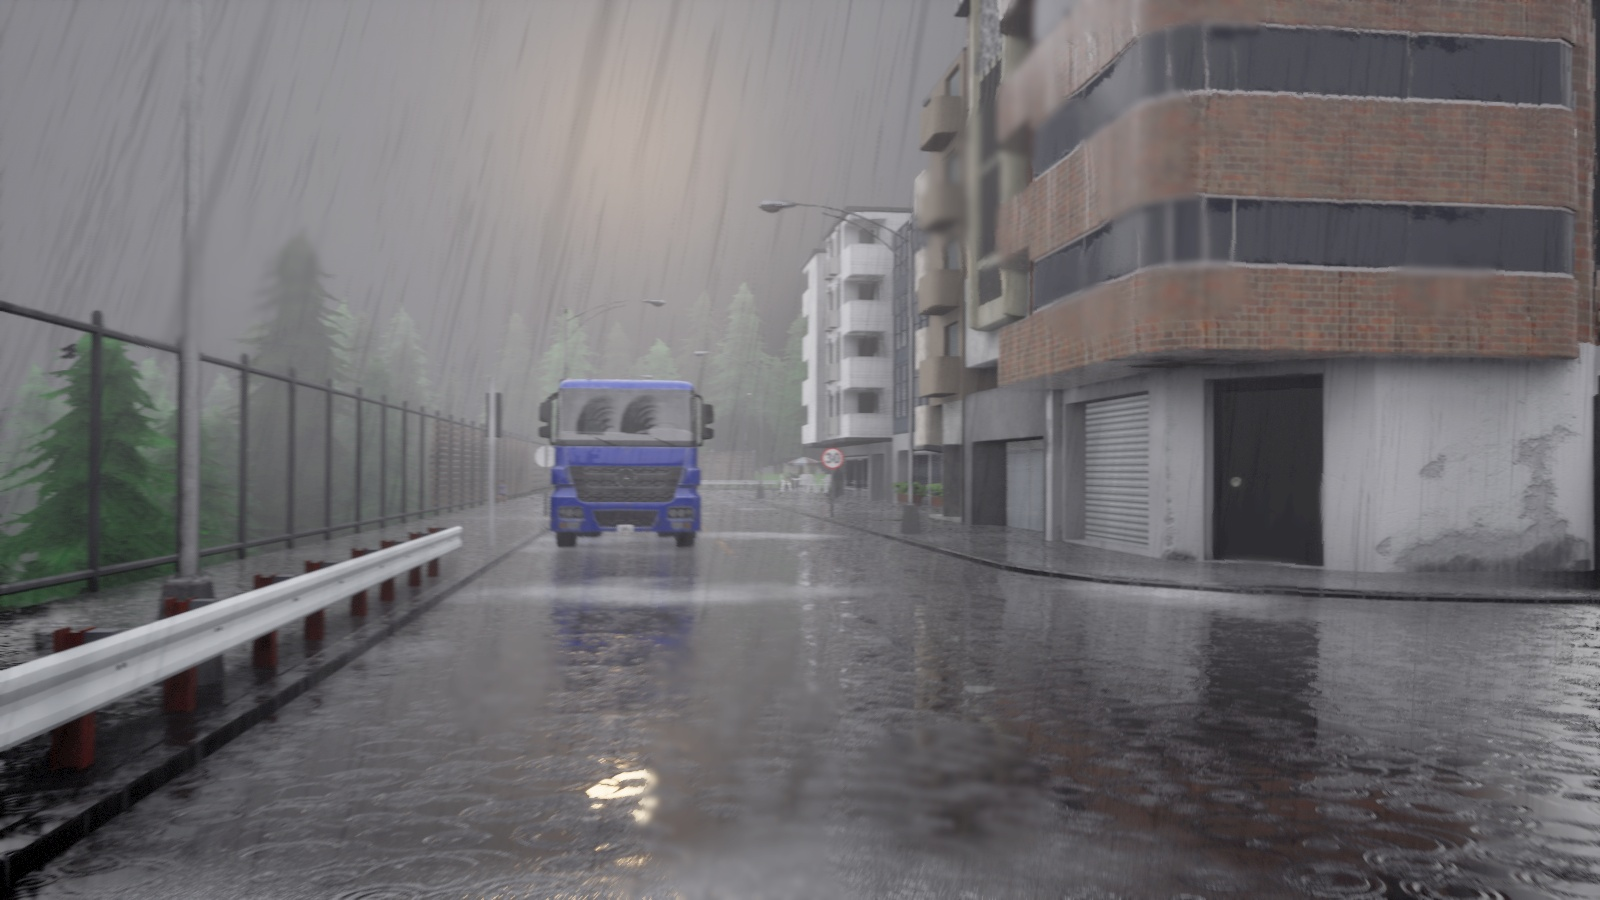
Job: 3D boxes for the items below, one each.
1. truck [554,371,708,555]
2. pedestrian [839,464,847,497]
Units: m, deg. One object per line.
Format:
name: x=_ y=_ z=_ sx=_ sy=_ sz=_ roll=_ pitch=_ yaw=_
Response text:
truck: x=-3.662 y=0.307 z=27.698 sx=2.891 sy=3.462 sz=7.936 roll=0 pitch=-1 yaw=-7
pedestrian: x=2.428 y=1.722 z=70.719 sx=0.370 sy=1.835 sz=0.726 roll=0 pitch=-1 yaw=-7
